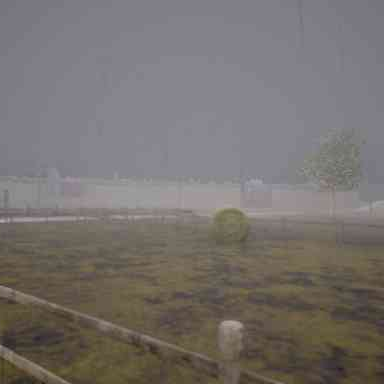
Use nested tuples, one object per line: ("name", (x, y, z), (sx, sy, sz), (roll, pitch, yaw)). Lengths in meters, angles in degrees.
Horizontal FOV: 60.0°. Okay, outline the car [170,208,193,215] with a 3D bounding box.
("car", (-1.948, 3.548, 61.385), (1.895, 1.301, 4.718), (1, -2, 35))
